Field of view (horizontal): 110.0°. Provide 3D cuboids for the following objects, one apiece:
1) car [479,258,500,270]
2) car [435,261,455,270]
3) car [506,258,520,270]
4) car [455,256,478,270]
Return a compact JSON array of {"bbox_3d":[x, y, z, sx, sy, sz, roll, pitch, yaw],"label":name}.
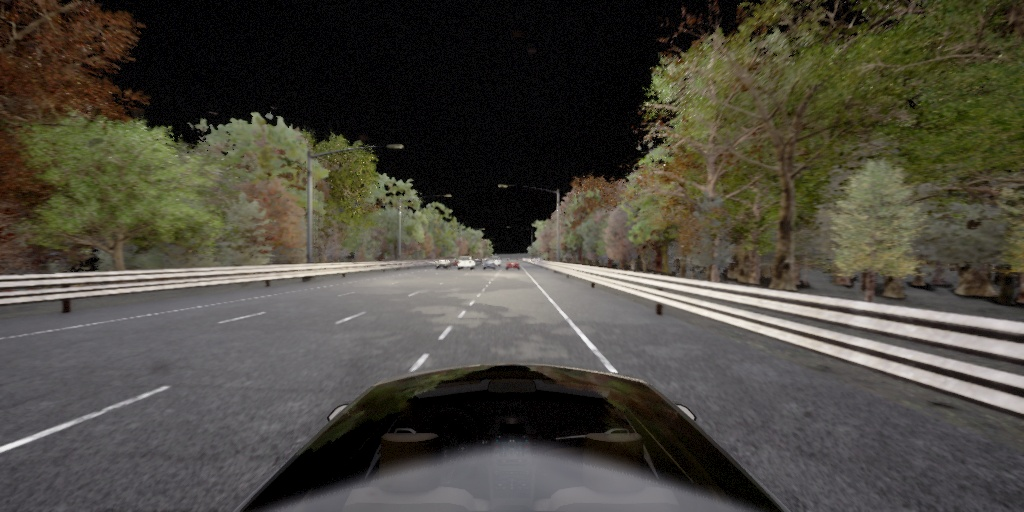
[{"bbox_3d":[-3.377,1.396,54.670,2.033,1.411,5.357,0,0,0],"label":"car"},{"bbox_3d":[-10.377,1.435,55.132,1.895,1.301,4.718,0,0,0],"label":"car"},{"bbox_3d":[0.124,1.209,55.050,2.097,1.767,4.553,0,0,0],"label":"car"},{"bbox_3d":[-6.877,1.063,54.709,2.150,2.045,5.566,0,0,0],"label":"car"}]
